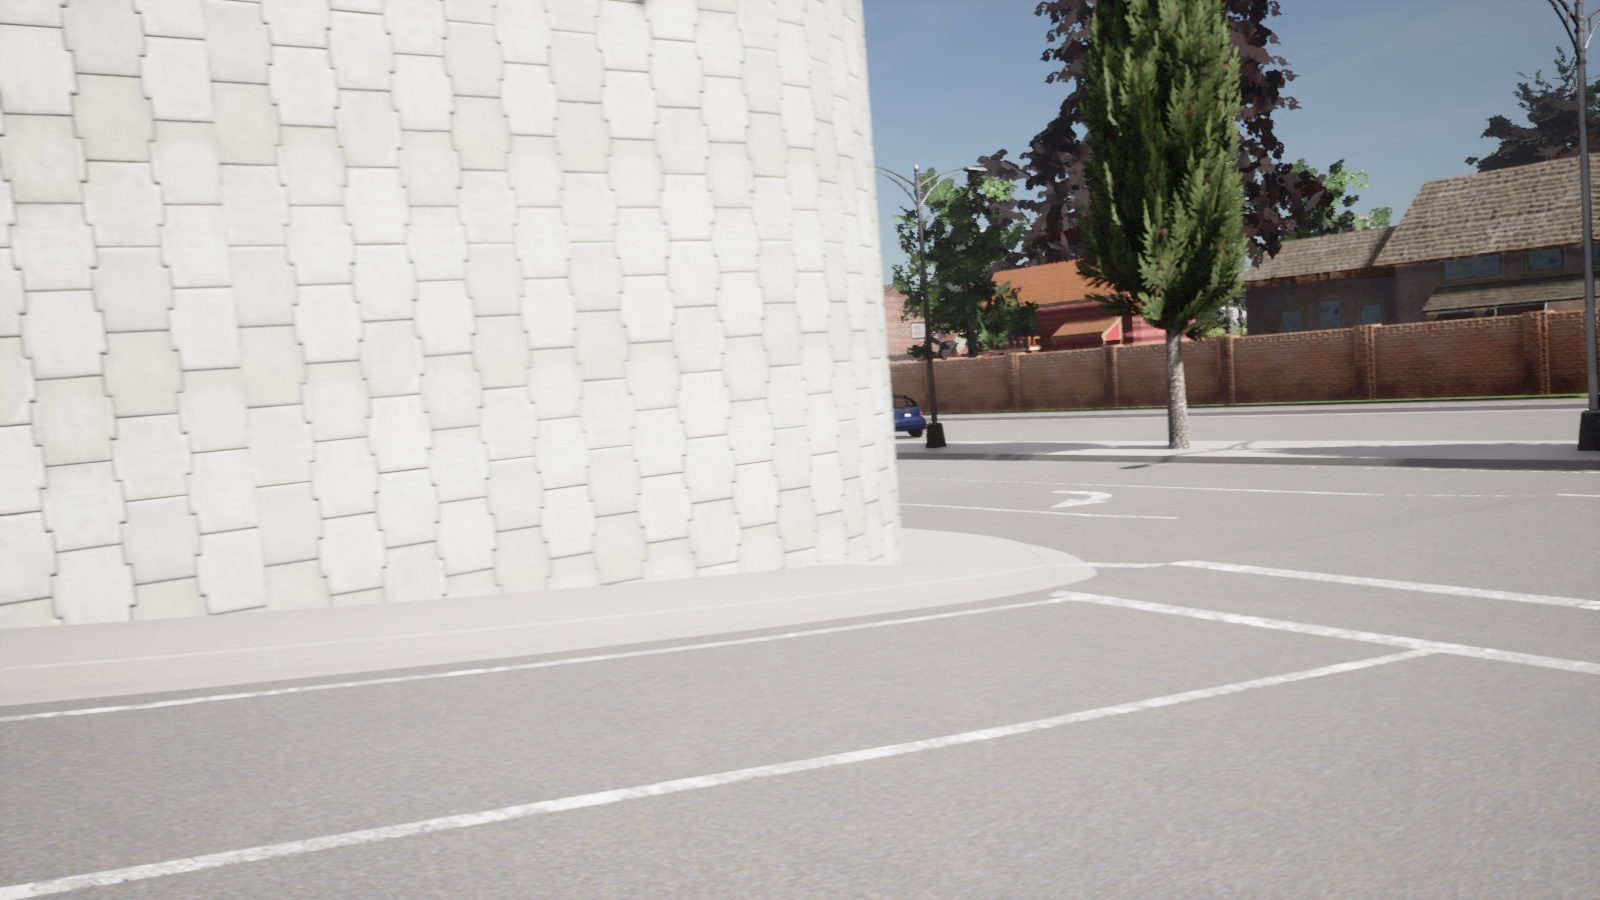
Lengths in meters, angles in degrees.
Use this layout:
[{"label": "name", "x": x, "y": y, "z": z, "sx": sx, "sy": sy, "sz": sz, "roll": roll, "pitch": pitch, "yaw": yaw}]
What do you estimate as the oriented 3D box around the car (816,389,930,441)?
[{"label": "car", "x": 2.588, "y": -1.243, "z": 45.356, "sx": 1.851, "sy": 1.617, "sz": 3.988, "roll": -7, "pitch": 5, "yaw": -36}]
